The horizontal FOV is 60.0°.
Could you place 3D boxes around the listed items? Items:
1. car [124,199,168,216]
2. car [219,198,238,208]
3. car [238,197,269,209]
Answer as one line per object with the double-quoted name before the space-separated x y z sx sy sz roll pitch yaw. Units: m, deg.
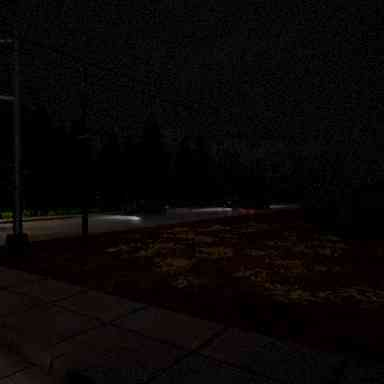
"car" -4.349 1.469 31.902 1.837 1.490 4.892 0 0 37
"car" 5.568 1.477 45.236 1.895 1.301 4.718 0 0 37
"car" 8.344 1.360 42.830 2.128 1.511 4.902 0 0 37
